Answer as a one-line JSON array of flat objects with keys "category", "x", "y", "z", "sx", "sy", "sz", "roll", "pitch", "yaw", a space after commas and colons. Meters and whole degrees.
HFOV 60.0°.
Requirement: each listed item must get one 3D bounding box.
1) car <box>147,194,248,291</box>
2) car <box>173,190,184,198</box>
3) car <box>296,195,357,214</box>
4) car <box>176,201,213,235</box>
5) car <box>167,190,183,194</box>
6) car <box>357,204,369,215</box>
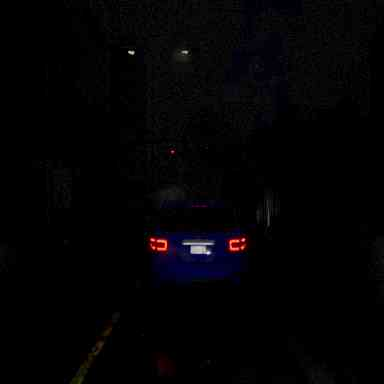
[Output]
[{"category": "car", "x": 0.111, "y": 1.195, "z": 9.099, "sx": 2.150, "sy": 2.045, "sz": 5.566, "roll": 0, "pitch": 0, "yaw": 0}, {"category": "car", "x": -2.579, "y": 0.349, "z": 64.872, "sx": 1.895, "sy": 1.301, "sz": 4.718, "roll": 0, "pitch": 2, "yaw": 1}, {"category": "car", "x": 12.820, "y": 1.182, "z": 32.409, "sx": 5.009, "sy": 1.841, "sz": 2.192, "roll": 1, "pitch": 0, "yaw": 0}, {"category": "car", "x": 0.118, "y": 1.389, "z": 19.125, "sx": 1.837, "sy": 1.490, "sz": 4.892, "roll": 0, "pitch": 1, "yaw": -1}, {"category": "car", "x": -2.712, "y": 0.831, "z": 45.161, "sx": 2.128, "sy": 1.511, "sz": 4.902, "roll": 0, "pitch": 2, "yaw": -1}, {"category": "car", "x": 18.218, "y": 1.525, "z": 32.402, "sx": 4.206, "sy": 1.307, "sz": 1.802, "roll": 1, "pitch": 0, "yaw": 0}]
